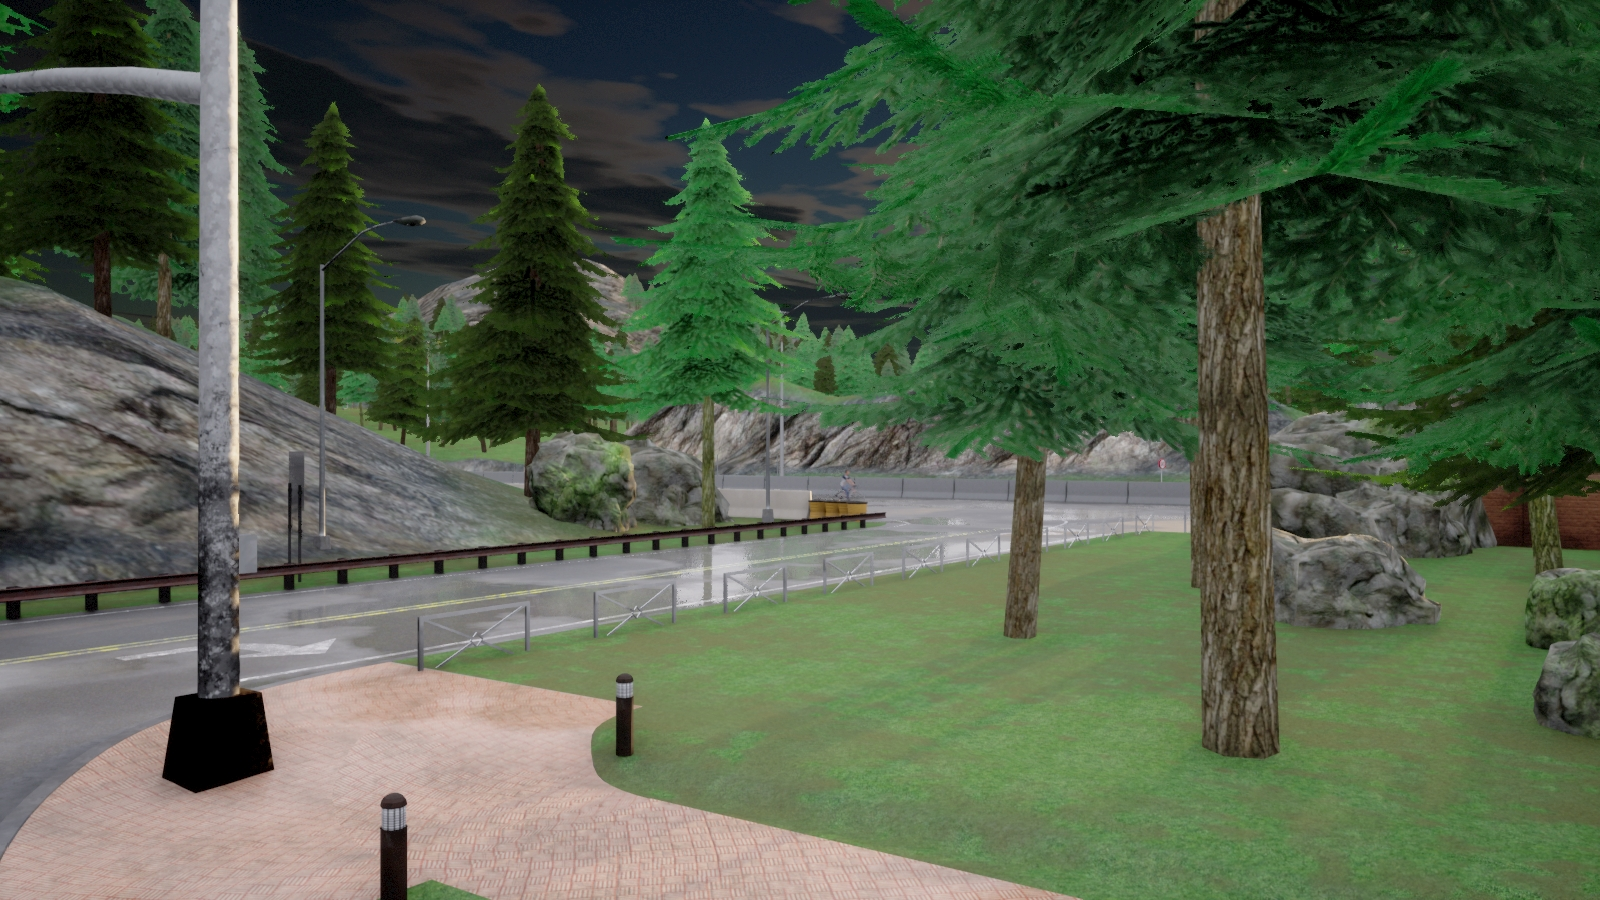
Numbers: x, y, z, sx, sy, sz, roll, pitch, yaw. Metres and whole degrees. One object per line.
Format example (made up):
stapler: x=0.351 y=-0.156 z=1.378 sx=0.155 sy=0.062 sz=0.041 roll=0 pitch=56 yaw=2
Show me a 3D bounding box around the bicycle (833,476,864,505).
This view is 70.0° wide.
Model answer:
bicycle: x=2.542 y=2.097 z=59.492 sx=1.643 sy=1.414 sz=0.373 roll=1 pitch=0 yaw=34
